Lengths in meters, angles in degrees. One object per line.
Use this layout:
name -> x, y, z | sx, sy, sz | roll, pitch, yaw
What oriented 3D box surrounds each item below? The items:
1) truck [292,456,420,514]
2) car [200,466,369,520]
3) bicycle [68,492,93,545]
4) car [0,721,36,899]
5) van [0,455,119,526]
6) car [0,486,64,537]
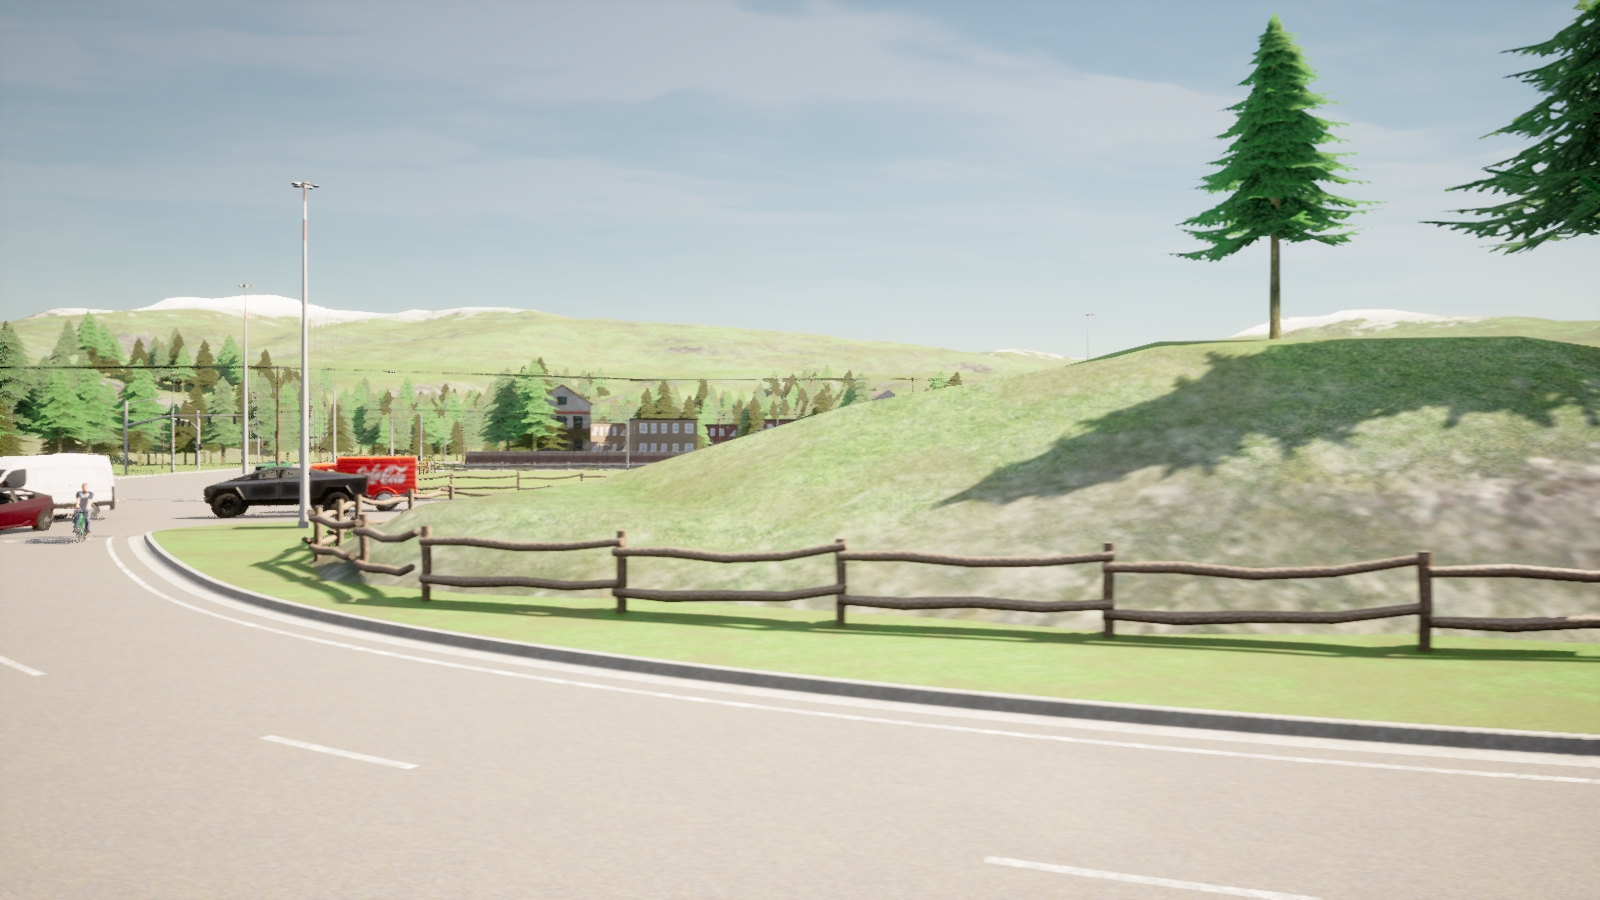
truck -> -20.135, 1.540, 52.073 | 5.204, 2.467, 2.627 | -1, 0, -16
car -> -21.429, 1.734, 47.869 | 6.274, 2.098, 2.390 | 0, 0, -20
bicycle -> -21.566, 2.037, 34.266 | 0.373, 1.496, 1.643 | 3, -1, -25
car -> -6.216, 2.029, 5.181 | 5.006, 1.535, 2.097 | 0, 0, 22
van -> -29.309, 1.510, 43.432 | 1.988, 2.561, 5.915 | -1, 0, 21
car -> -26.653, 2.017, 37.553 | 2.007, 1.525, 4.514 | 0, 0, 1
